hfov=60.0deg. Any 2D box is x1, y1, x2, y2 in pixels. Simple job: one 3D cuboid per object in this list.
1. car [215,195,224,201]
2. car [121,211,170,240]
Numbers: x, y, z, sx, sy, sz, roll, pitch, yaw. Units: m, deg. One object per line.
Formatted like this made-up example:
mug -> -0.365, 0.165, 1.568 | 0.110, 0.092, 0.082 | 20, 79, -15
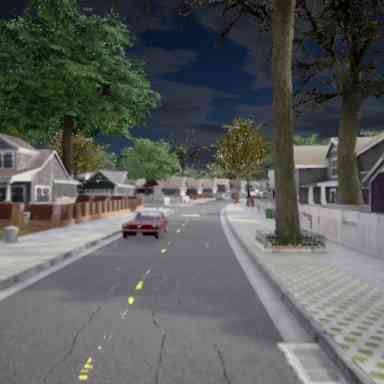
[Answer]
car -> 7.480, 1.602, 90.763 | 1.837, 1.490, 4.892 | 0, 0, 12
car -> -2.384, 1.697, 17.838 | 1.895, 1.301, 4.718 | 0, 0, 3
